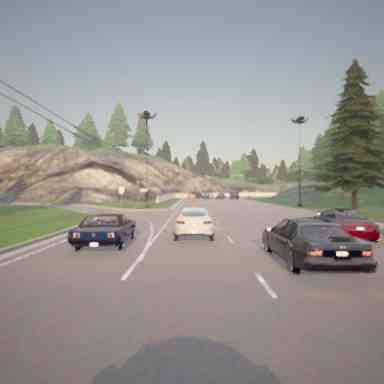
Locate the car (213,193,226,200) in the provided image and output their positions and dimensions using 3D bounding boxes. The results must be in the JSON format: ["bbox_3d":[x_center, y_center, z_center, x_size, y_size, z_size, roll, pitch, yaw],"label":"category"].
[{"bbox_3d":[7.020,1.229,83.754,2.033,1.411,5.357,0,0,2],"label":"car"}]

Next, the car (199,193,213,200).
[{"bbox_3d":[3.537,1.211,84.850,2.128,1.511,4.902,0,0,2],"label":"car"}]

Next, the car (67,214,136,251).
[{"bbox_3d":[-3.525,1.549,13.913,1.895,1.301,4.718,0,0,-2],"label":"car"}]

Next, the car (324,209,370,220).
[{"bbox_3d":[7.097,1.504,16.018,1.994,1.385,4.181,0,0,0],"label":"car"}]

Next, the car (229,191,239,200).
[{"bbox_3d":[10.519,1.189,83.754,1.837,1.490,4.892,0,0,2],"label":"car"}]

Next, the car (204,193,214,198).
[{"bbox_3d":[4.963,1.027,94.870,1.812,1.442,4.674,0,0,17],"label":"car"}]

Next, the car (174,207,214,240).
[{"bbox_3d":[0.089,1.464,16.508,1.812,1.442,4.674,0,0,0],"label":"car"}]

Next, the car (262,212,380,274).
[{"bbox_3d":[3.585,1.509,10.435,2.033,1.411,5.357,0,0,0],"label":"car"}]

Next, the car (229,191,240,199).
[{"bbox_3d":[12.001,0.832,94.059,2.150,2.045,5.566,0,0,17],"label":"car"}]

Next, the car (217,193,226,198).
[{"bbox_3d":[8.366,1.034,94.051,1.812,1.442,4.674,0,0,17],"label":"car"}]

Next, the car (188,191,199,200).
[{"bbox_3d":[0.037,1.041,84.881,2.097,1.767,4.553,0,0,2],"label":"car"}]
